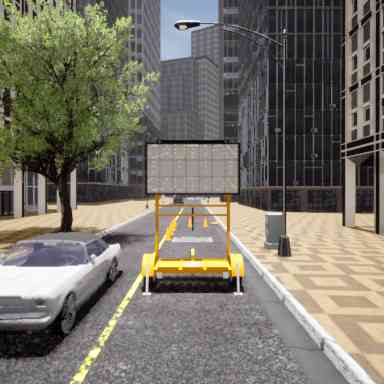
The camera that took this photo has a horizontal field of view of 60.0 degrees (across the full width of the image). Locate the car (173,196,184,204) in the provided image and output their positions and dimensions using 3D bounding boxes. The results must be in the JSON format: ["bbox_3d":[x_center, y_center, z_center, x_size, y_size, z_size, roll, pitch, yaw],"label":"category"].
[{"bbox_3d":[-2.604,1.550,63.454,1.882,1.535,5.008,0,0,0],"label":"car"}]

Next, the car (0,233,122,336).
[{"bbox_3d":[-2.836,1.600,6.784,1.895,1.301,4.718,0,0,0],"label":"car"}]

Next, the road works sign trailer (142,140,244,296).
[{"bbox_3d":[0.018,0.464,8.636,2.380,3.560,2.880,0,0,0],"label":"road works sign trailer"}]
